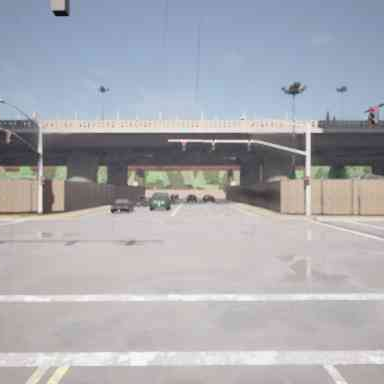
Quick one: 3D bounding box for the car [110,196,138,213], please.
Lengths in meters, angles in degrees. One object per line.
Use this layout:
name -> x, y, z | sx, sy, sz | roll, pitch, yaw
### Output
car -> -7.141, 1.397, 34.483 | 2.033, 1.411, 5.357 | 0, 0, -3

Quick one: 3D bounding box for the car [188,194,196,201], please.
car -> -0.052, 1.176, 74.409 | 1.837, 1.490, 4.892 | 0, 0, 0

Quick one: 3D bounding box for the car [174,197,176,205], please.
car -> -3.590, 1.271, 53.722 | 1.837, 1.490, 4.892 | 0, 0, 0

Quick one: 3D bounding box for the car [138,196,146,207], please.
car -> -7.119, 1.303, 46.390 | 1.837, 1.490, 4.892 | 0, 0, 0

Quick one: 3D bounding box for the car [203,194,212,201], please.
car -> 3.448, 1.229, 74.411 | 1.994, 1.385, 4.181 | 0, 0, 0

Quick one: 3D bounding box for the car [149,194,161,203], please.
car -> -7.070, 1.226, 64.284 | 1.837, 1.490, 4.892 | 0, 0, 1

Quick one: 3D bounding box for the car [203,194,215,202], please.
car -> 3.455, 1.246, 64.425 | 1.812, 1.442, 4.674 | 0, 0, 0

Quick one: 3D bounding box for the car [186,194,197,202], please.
car -> -0.045, 1.226, 64.047 | 1.837, 1.490, 4.892 | 0, 0, 0

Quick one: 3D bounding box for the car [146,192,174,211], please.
car -> -3.620, 1.053, 38.664 | 2.150, 2.045, 5.566 | 0, 0, -1
